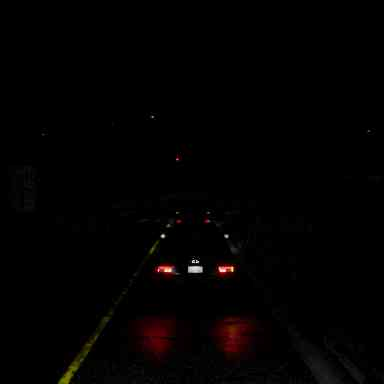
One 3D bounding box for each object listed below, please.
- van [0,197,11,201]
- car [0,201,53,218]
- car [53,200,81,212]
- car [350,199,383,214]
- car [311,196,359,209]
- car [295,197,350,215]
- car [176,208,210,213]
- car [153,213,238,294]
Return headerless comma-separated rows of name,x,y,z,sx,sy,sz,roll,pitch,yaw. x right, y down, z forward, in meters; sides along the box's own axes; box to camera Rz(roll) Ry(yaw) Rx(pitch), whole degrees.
van,-21.071,1.455,38.815,3.998,1.788,1.690,-1,1,0
car,-15.372,1.726,30.301,4.206,1.307,1.802,-1,1,0
car,-15.560,1.584,38.824,4.829,1.417,1.752,-1,1,0
car,16.975,1.340,30.328,4.403,1.369,2.008,-1,1,0
car,16.622,1.231,38.852,4.829,1.417,1.752,-1,1,0
car,11.597,1.417,30.324,4.313,1.339,1.947,-1,1,0
car,0.047,1.549,18.163,1.994,1.385,4.181,0,0,0
car,0.073,1.542,8.937,2.033,1.411,5.357,0,0,0
